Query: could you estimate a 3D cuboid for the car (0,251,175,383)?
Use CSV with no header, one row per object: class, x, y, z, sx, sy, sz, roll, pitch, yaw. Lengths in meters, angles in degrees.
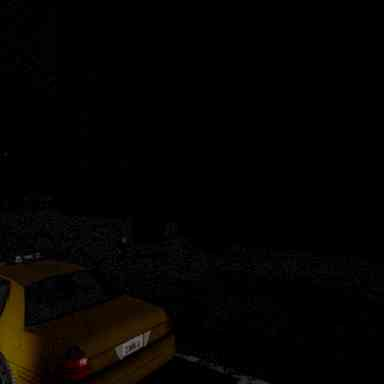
car,-2.477,1.525,4.726,4.829,1.417,1.752,0,0,35
